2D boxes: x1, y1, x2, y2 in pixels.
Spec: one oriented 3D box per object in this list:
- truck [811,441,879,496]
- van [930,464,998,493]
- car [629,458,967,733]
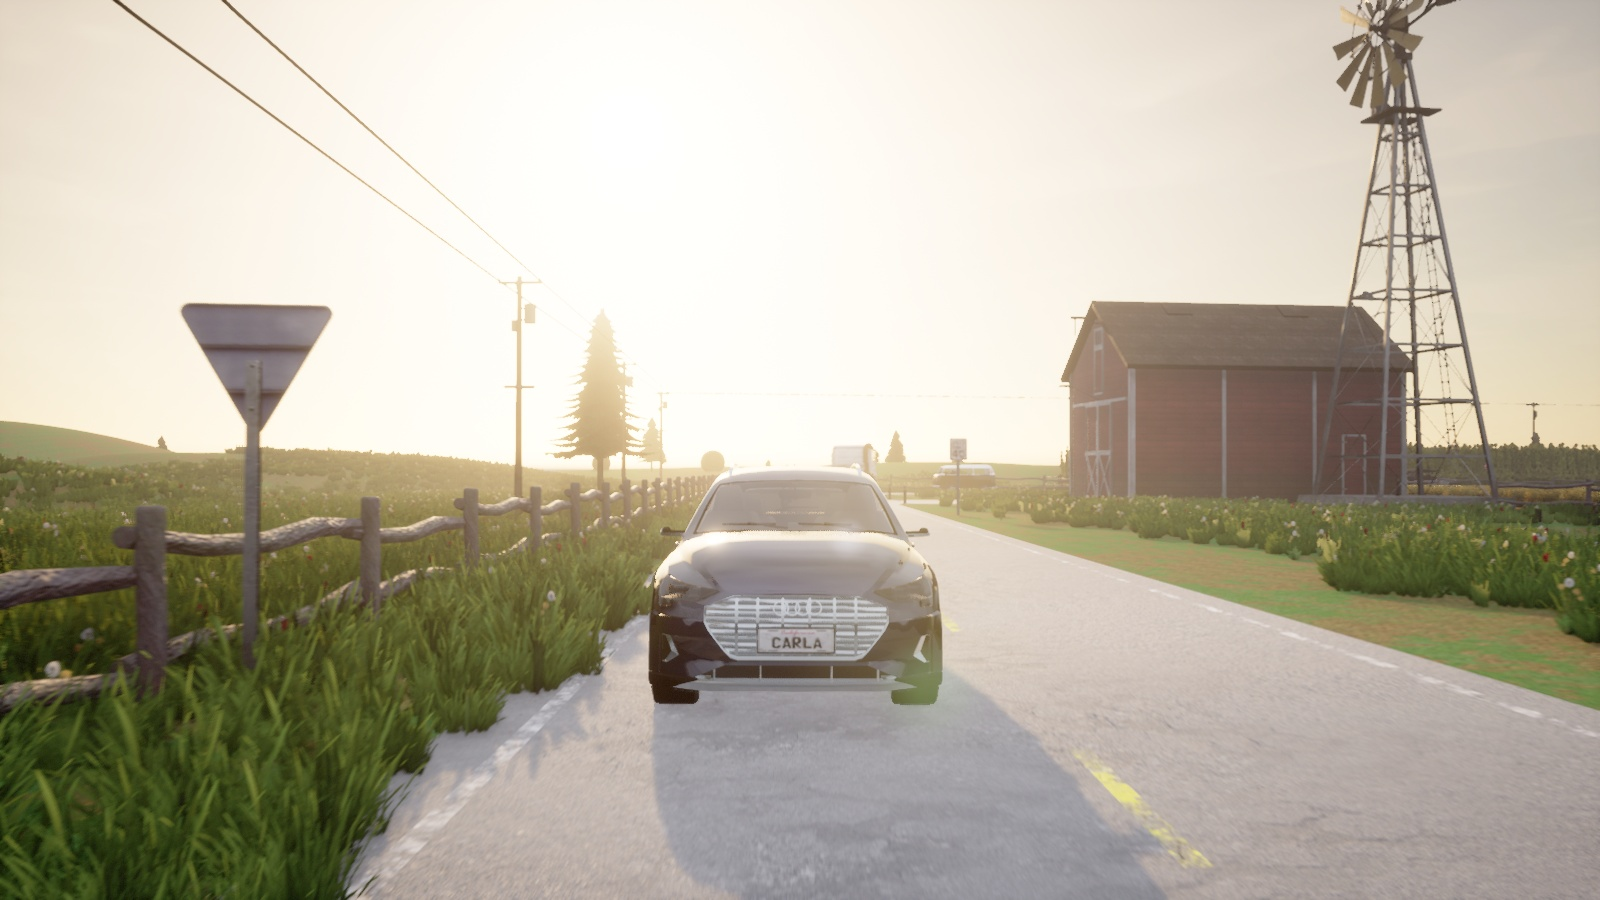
[{"bbox_3d":[3.094,1.229,83.664,2.891,3.462,7.936,-1,-1,14],"label":"truck"},{"bbox_3d":[11.756,2.009,90.134,4.480,2.038,2.069,0,-1,-6],"label":"van"},{"bbox_3d":[-0.034,0.913,9.995,2.033,1.649,4.856,0,-1,0],"label":"car"}]
